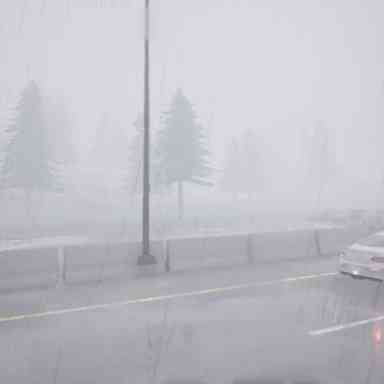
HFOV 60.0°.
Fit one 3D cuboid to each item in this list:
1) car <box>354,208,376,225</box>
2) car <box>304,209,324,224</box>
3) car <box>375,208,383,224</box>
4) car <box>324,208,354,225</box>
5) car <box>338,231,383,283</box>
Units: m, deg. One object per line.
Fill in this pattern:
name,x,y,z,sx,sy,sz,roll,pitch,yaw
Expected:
car,17.172,2.201,29.512,4.892,1.490,1.837,-1,-2,-23
car,14.414,2.530,35.936,5.008,1.535,1.882,-1,-2,-23
car,16.907,1.904,25.604,4.553,1.767,2.097,-1,-2,-23
car,15.797,2.379,32.724,4.892,1.490,1.837,-1,-2,-23
car,6.278,1.771,9.405,4.674,1.442,1.812,-1,-3,-23
